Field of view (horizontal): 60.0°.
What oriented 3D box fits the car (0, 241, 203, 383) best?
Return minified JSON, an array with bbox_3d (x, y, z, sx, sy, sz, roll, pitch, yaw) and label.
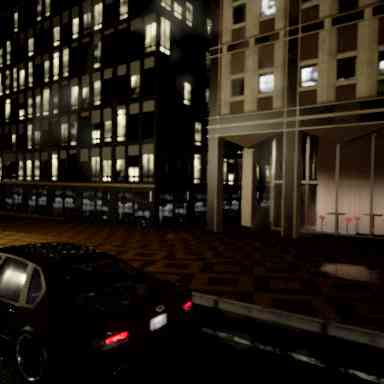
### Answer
[{"bbox_3d":[-2.432,1.537,5.299,5.357,1.411,2.033,0,0,36],"label":"car"}]
